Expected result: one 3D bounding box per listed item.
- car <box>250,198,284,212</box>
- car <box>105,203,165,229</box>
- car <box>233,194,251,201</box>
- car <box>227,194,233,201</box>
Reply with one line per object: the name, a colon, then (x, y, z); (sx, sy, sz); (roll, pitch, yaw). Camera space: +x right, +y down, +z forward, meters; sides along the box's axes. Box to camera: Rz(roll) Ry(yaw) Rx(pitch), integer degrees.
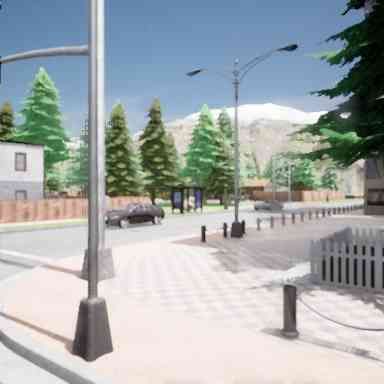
car: (8.880, 1.588, 38.374); (1.895, 1.301, 4.718); (0, 0, 38)
car: (-3.838, 1.480, 21.649); (2.128, 1.511, 4.902); (0, 0, 37)
car: (12.295, 1.152, 78.399); (1.932, 1.855, 4.605); (0, 0, 36)
car: (10.029, 1.154, 79.556); (1.905, 1.878, 3.866); (0, 0, 36)
